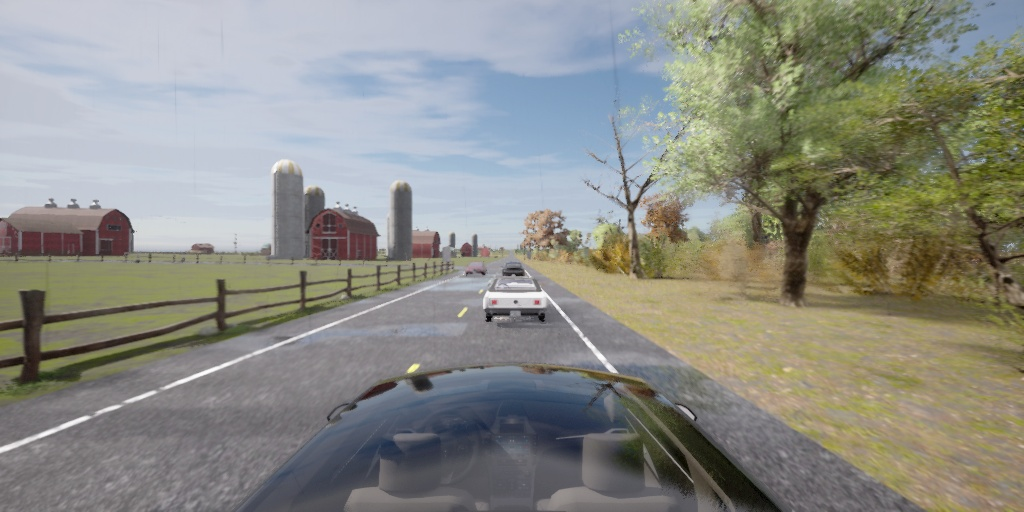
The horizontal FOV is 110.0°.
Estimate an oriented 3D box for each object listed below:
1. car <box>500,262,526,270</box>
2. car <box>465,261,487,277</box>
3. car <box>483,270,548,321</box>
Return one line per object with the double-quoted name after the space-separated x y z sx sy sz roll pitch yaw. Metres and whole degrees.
0.110 1.247 30.239 1.837 1.490 4.892 0 0 0 "car"
-3.558 1.266 36.235 1.812 1.442 4.674 0 0 0 "car"
0.096 1.348 12.421 1.895 1.301 4.718 0 0 0 "car"
